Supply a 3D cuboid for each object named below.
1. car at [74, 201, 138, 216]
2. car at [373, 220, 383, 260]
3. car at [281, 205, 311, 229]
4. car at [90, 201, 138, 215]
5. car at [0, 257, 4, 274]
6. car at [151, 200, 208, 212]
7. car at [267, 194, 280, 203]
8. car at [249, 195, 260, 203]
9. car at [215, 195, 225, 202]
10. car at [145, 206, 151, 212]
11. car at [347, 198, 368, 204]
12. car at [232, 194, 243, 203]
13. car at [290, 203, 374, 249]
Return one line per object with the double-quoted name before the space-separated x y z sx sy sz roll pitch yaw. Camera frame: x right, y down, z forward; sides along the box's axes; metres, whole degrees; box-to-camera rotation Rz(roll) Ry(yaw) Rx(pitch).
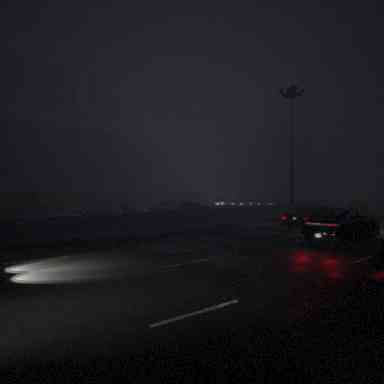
"car" -7.734 1.558 29.982 2.033 1.411 5.357 0 0 44
"car" 7.806 1.539 10.906 4.181 1.385 1.994 0 0 -44
"car" 7.333 1.520 20.382 2.033 1.411 5.357 0 0 41
"car" -8.079 1.610 34.873 1.895 1.301 4.718 0 0 40
"car" -6.813 1.581 7.760 4.181 1.385 1.994 0 0 -34
"car" -0.695 1.469 27.484 1.882 1.535 5.008 0 0 40
"car" 16.088 1.284 65.479 2.097 1.767 4.553 0 0 7
"car" 12.858 1.439 68.273 1.837 1.490 4.892 0 0 6
"car" 6.148 1.463 72.415 2.128 1.511 4.902 0 0 4
"car" -2.284 1.500 31.019 1.837 1.490 4.892 0 0 39
"car" 18.173 1.414 36.538 1.882 1.535 5.008 0 0 27
"car" 9.258 1.303 67.359 2.097 1.767 4.553 0 0 6
"car" 6.614 1.468 14.599 4.902 1.511 2.128 0 0 -45
